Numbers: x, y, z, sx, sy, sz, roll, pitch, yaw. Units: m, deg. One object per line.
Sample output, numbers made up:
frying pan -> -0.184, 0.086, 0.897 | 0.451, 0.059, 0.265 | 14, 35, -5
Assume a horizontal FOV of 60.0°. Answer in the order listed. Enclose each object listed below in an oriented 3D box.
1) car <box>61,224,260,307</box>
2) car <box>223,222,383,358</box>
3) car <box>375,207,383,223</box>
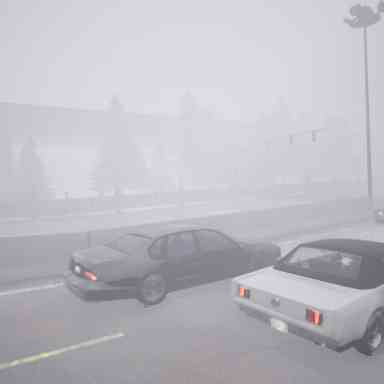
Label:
car -> -0.191, 1.493, 7.926 | 5.357, 1.411, 2.033 | -2, 1, -36
car -> 3.015, 1.511, 5.922 | 4.718, 1.301, 1.895 | -2, 1, -36
car -> 10.763, 0.858, 15.809 | 5.357, 1.411, 2.033 | -4, 2, -36
